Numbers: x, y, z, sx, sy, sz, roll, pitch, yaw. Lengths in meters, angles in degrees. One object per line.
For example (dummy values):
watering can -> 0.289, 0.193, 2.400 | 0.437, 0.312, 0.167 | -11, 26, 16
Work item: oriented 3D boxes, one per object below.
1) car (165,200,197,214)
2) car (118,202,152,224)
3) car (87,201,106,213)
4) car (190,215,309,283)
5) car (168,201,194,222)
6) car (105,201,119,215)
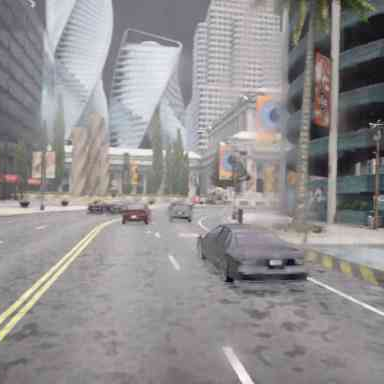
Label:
car -> -1.283, 1.856, 41.519 | 2.128, 1.511, 4.902 | 1, 0, 21
car -> -4.205, 1.620, 26.045 | 1.882, 1.535, 5.008 | 1, 0, -2
car -> -10.023, 1.713, 38.167 | 1.895, 1.301, 4.718 | 1, -1, 15
car -> 1.479, 1.682, 10.121 | 2.033, 1.411, 5.357 | 2, -1, -10
car -> -0.841, 1.806, 29.384 | 2.033, 1.411, 5.357 | 1, -1, 3
car -> -7.086, 1.722, 35.285 | 1.994, 1.385, 4.181 | 1, -1, 13
